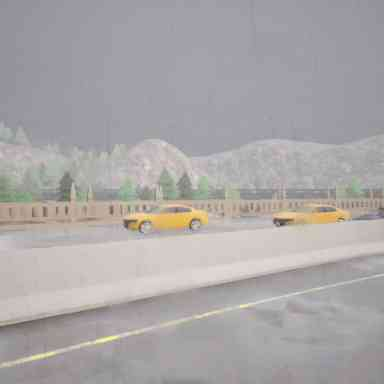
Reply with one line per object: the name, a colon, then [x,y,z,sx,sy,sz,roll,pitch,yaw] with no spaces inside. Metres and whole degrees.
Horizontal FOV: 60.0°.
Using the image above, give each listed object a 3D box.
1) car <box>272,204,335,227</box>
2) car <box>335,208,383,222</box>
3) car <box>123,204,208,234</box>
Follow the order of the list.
car: [7.090,1.477,19.733,5.008,1.535,1.882,0,0,-25]
car: [10.435,1.547,17.513,5.357,1.411,2.033,0,0,-24]
car: [-1.470,1.478,19.246,5.008,1.535,1.882,0,0,-29]
